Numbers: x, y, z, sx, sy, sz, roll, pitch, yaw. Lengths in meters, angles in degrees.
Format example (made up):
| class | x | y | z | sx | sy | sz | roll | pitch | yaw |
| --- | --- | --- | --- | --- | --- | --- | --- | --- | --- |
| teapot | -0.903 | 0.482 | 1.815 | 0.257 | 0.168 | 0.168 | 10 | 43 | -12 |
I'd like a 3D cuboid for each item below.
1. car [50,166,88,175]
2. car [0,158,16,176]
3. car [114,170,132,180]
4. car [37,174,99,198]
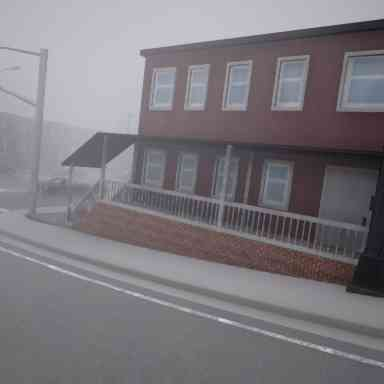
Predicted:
| class | x | y | z | sx | sy | sz | roll | pitch | yaw |
| --- | --- | --- | --- | --- | --- | --- | --- | --- | --- |
| car | -14.942 | -2.474 | 40.594 | 1.812 | 1.442 | 4.674 | 10 | 6 | 36 |
| car | -20.241 | -2.653 | 33.256 | 2.097 | 1.767 | 4.553 | 10 | 6 | 36 |
| car | -9.171 | -2.469 | 48.568 | 1.812 | 1.442 | 4.674 | 10 | 6 | 35 |
| car | -9.081 | -0.330 | 24.771 | 1.895 | 1.301 | 4.718 | 10 | 6 | 35 |
